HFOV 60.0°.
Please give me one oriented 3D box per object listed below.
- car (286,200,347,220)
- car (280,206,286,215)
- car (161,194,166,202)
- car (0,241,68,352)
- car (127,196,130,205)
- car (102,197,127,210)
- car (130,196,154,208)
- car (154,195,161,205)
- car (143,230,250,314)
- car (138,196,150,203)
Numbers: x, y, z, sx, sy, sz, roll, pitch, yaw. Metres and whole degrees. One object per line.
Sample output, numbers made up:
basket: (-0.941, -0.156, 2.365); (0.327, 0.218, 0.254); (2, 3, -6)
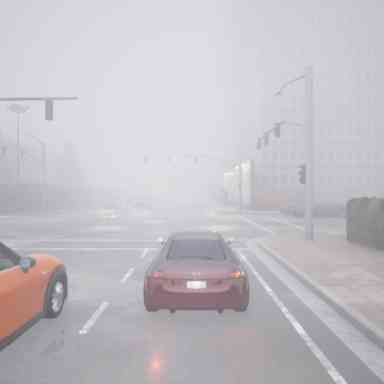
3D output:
car: (10.921, 1.530, 27.958); (5.008, 1.535, 1.882); (0, 0, 0)
car: (10.909, 1.530, 31.466); (5.008, 1.535, 1.882); (0, 0, 0)
car: (-6.886, 1.346, 73.523); (2.097, 1.767, 4.553); (0, 0, 0)
car: (-3.432, 1.351, 4.547); (2.097, 1.767, 4.553); (0, 0, 1)
car: (-10.489, 1.471, 57.467); (1.882, 1.535, 5.008); (0, 0, 0)
car: (-10.524, 1.485, 43.961); (2.128, 1.511, 4.902); (0, 0, 0)
car: (-7.012, 1.347, 47.151); (2.097, 1.767, 4.553); (0, 0, 0)
car: (-6.984, 1.495, 58.414); (1.837, 1.490, 4.892); (0, 1, 0)
car: (0.090, 1.563, 7.720); (1.994, 1.385, 4.181); (0, 0, 0)
car: (-10.387, 1.587, 72.569); (1.895, 1.301, 4.718); (0, 0, 0)
